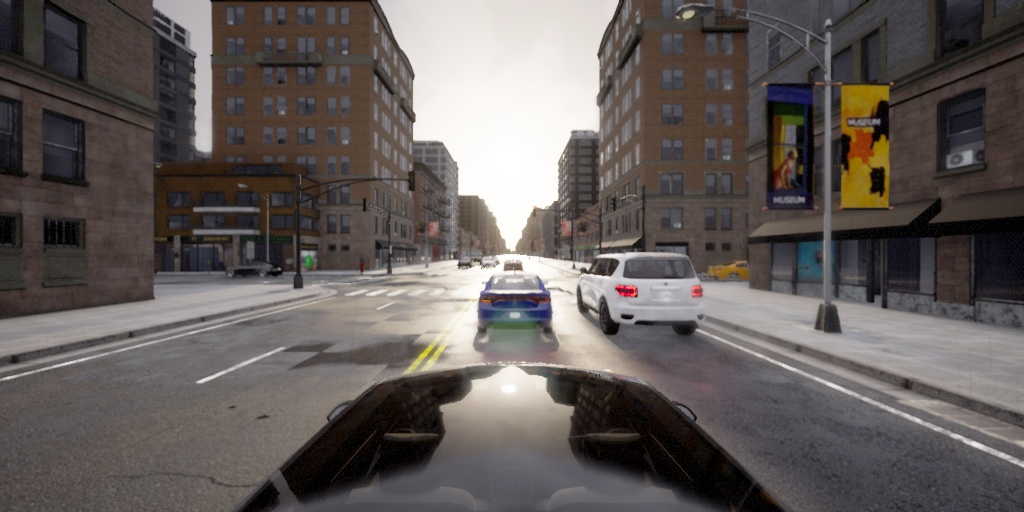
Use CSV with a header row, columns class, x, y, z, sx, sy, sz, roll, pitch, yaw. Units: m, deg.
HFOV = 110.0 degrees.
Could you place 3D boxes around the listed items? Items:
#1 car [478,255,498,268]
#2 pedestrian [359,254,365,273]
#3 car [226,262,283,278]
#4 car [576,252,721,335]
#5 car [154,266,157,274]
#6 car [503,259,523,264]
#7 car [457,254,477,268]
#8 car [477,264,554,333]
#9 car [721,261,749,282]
class,x,y,z,sx,sy,sz,roll,pitch,yaw
car,-3.307,0.955,50.813,1.812,1.442,4.674,0,1,0
pedestrian,-14.124,0.713,33.699,0.375,1.860,0.375,0,0,0
car,-22.109,1.141,30.874,4.313,1.339,1.948,0,0,0
car,3.338,0.916,10.433,2.150,2.045,5.566,0,0,0
car,-33.131,1.154,30.937,4.207,1.307,1.802,0,0,0
car,0.119,1.005,36.160,1.882,1.535,5.008,0,0,0
car,-6.556,0.907,50.871,1.882,1.535,5.008,0,0,0
car,0.087,1.171,10.575,1.882,1.535,5.008,0,0,0
car,16.784,1.104,25.639,5.008,1.535,1.882,0,0,1
